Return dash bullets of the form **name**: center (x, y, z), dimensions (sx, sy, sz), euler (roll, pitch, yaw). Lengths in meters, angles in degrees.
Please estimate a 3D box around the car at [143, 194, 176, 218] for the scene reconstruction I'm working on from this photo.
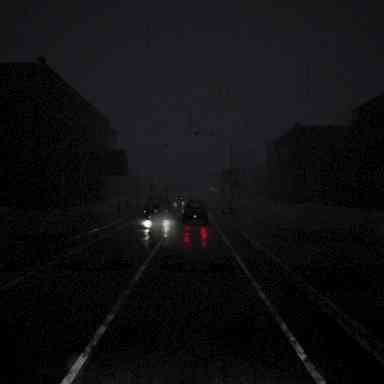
- **car**: center (-2.939, 1.191, 29.832), dimensions (2.150, 2.045, 5.566), euler (0, 0, 0)

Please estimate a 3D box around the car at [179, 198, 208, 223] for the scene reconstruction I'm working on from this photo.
- **car**: center (0.233, 1.472, 25.390), dimensions (2.128, 1.511, 4.902), euler (0, 0, 0)

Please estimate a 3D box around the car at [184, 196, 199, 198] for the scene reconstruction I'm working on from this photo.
- **car**: center (0.325, 1.413, 42.440), dimensions (2.128, 1.511, 4.902), euler (0, 0, 0)

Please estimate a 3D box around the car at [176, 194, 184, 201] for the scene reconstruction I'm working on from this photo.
- **car**: center (-2.626, 1.226, 70.279), dimensions (1.837, 1.490, 4.892), euler (0, 0, 0)
